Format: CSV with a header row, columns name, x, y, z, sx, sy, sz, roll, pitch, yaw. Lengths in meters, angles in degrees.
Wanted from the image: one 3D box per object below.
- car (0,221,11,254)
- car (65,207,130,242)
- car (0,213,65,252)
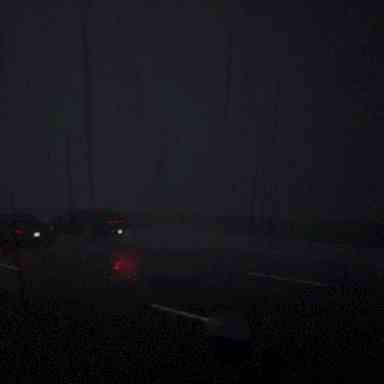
name,x,y,z,sx,sy,sz,roll,pitch,yaw
car,-7.477,1.540,9.320,5.357,1.411,2.033,0,0,36
car,-5.163,1.490,16.311,4.892,1.490,1.837,1,0,36
car,-7.414,1.547,13.623,4.181,1.385,1.994,1,0,36
